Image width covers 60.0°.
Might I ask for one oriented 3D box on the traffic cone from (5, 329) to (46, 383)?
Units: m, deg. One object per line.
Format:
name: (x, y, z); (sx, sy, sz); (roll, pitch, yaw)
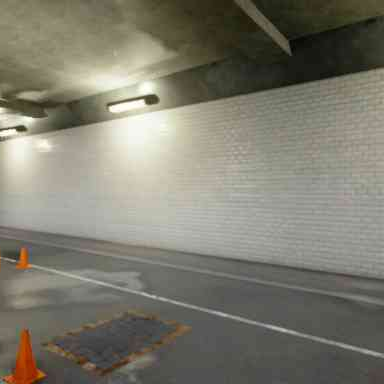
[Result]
traffic cone: (-2.021, 1.962, 4.037); (0.340, 0.580, 0.340); (0, 0, 36)

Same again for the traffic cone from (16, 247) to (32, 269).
traffic cone: (-5.067, 1.967, 10.014); (0.340, 0.580, 0.340); (0, 0, 36)
